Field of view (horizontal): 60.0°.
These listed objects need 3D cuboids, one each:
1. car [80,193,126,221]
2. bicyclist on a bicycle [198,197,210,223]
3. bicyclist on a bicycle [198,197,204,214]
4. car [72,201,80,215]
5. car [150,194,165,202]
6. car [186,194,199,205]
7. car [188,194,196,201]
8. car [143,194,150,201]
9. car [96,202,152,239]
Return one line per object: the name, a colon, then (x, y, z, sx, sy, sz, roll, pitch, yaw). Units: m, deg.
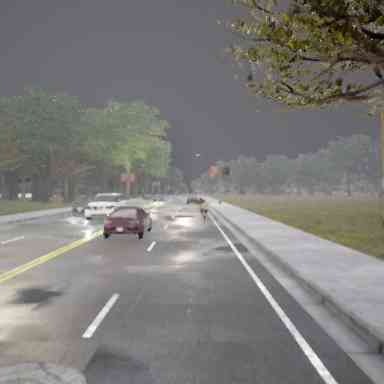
car: (-6.596, 1.104, 26.037, 2.150, 2.045, 5.566, 0, 0, 0)
bicyclist on a bicycle: (0.875, 1.328, 23.416, 0.866, 1.612, 1.509, 0, 0, 0)
bicyclist on a bicycle: (0.896, 1.305, 33.023, 0.582, 1.620, 1.656, 0, 0, 0)
car: (-9.840, 1.350, 31.600, 2.128, 1.511, 4.902, 0, 0, 0)
car: (-6.510, 1.227, 66.011, 2.128, 1.511, 4.902, 0, 0, 0)
car: (0.062, 1.273, 54.466, 1.837, 1.490, 4.892, 0, 1, 0)
car: (0.004, 1.173, 75.324, 1.882, 1.535, 5.008, 0, 0, 0)
car: (-9.746, 1.163, 73.950, 2.033, 1.411, 5.357, 0, 0, 0)
car: (-3.149, 1.446, 16.784, 1.812, 1.442, 4.674, 0, 0, 0)
